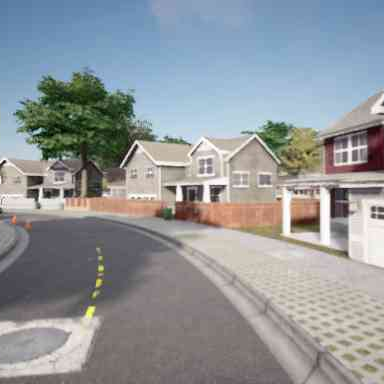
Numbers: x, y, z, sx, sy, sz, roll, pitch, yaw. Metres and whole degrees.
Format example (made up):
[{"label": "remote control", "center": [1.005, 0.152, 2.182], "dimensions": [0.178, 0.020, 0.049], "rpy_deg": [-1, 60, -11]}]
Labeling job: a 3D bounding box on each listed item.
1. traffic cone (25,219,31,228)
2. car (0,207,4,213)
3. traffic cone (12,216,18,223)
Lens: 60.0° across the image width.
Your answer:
[{"label": "traffic cone", "center": [-10.734, 2.047, 21.787], "dimensions": [0.340, 0.580, 0.340], "rpy_deg": [-1, 0, -34]}, {"label": "car", "center": [-22.329, 1.695, 35.422], "dimensions": [5.357, 1.411, 2.033], "rpy_deg": [0, 0, 32]}, {"label": "traffic cone", "center": [-13.585, 2.062, 25.538], "dimensions": [0.340, 0.580, 0.340], "rpy_deg": [-1, 0, -41]}]
